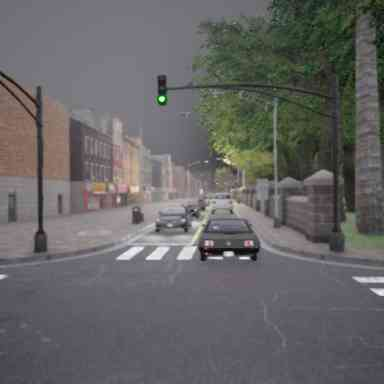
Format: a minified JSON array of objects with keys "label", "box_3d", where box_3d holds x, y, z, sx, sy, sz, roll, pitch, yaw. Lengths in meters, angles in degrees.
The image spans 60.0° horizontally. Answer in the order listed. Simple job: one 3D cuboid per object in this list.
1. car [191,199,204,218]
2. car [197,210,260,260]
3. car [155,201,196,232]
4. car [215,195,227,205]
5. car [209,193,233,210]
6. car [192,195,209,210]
[{"label":"car","box_3d":[-0.236,1.579,29.336,1.895,1.301,4.718,-1,0,5]},{"label":"car","box_3d":[1.296,1.573,12.244,1.895,1.301,4.718,-1,0,5]},{"label":"car","box_3d":[-1.003,1.522,20.192,1.812,1.442,4.674,-1,0,4]},{"label":"car","box_3d":[5.115,1.396,58.518,2.128,1.511,4.902,-1,0,5]},{"label":"car","box_3d":[3.187,1.151,35.056,2.150,2.045,5.566,-1,0,5]},{"label":"car","box_3d":[0.637,1.436,39.410,1.882,1.535,5.008,-1,0,5]}]
